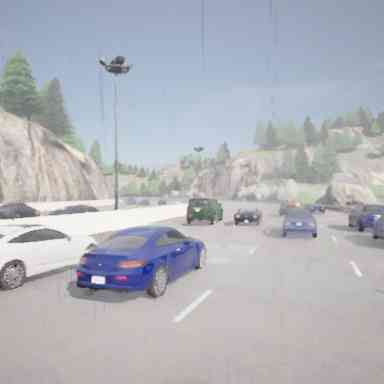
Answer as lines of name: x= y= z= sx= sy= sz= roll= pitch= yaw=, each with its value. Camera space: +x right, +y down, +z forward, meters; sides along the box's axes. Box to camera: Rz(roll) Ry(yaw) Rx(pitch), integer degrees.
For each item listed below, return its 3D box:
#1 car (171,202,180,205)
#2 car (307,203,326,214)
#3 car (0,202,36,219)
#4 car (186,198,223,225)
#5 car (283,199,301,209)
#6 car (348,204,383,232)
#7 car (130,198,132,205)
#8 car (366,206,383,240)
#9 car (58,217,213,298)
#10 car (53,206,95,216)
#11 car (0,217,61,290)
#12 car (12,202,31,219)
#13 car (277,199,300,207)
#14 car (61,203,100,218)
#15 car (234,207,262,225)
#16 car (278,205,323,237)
car: x=-3.270 y=2.182 z=68.490 sx=1.812 sy=1.442 sz=4.674 roll=0 pitch=0 yaw=2
car: x=15.019 y=1.982 z=41.094 sx=1.895 sy=1.301 sz=4.718 roll=0 pitch=-1 yaw=10
car: x=-18.797 y=1.853 z=34.804 sx=1.837 sy=1.490 sz=4.892 roll=0 pitch=0 yaw=14
car: x=1.112 y=1.480 z=27.092 sx=2.150 sy=2.045 sz=5.566 roll=0 pitch=-1 yaw=15
car: x=17.303 y=2.016 z=57.830 sx=1.882 sy=1.535 sz=5.008 roll=0 pitch=-1 yaw=3
car: x=11.544 y=1.549 z=21.552 sx=2.097 sy=1.767 sz=4.553 roll=0 pitch=-1 yaw=16
car: x=-13.675 y=2.087 z=75.475 sx=2.097 sy=1.767 sz=4.553 roll=0 pitch=-1 yaw=0
car: x=9.672 y=1.617 z=15.295 sx=1.882 sy=1.535 sz=5.008 roll=0 pitch=-1 yaw=18
car: x=-1.069 y=1.612 z=8.819 sx=1.812 sy=1.442 sz=4.674 roll=0 pitch=-1 yaw=21
car: x=-10.006 y=1.832 z=27.086 sx=1.994 sy=1.385 sz=4.181 roll=0 pitch=-1 yaw=16
car: x=-4.584 y=1.620 z=9.402 sx=1.812 sy=1.442 sz=4.674 roll=0 pitch=-1 yaw=21
car: x=-16.228 y=1.872 z=30.811 sx=1.994 sy=1.385 sz=4.181 roll=0 pitch=-1 yaw=15
car: x=10.385 y=1.830 z=36.087 sx=2.128 sy=1.511 sz=4.902 roll=0 pitch=0 yaw=12
car: x=-11.574 y=1.907 z=34.868 sx=1.994 sy=1.385 sz=4.181 roll=0 pitch=-1 yaw=13
car: x=4.558 y=1.851 z=26.446 sx=1.895 sy=1.301 sz=4.718 roll=0 pitch=-1 yaw=15
car: x=6.247 y=1.729 z=19.511 sx=2.033 sy=1.411 sz=5.357 roll=0 pitch=-1 yaw=17
